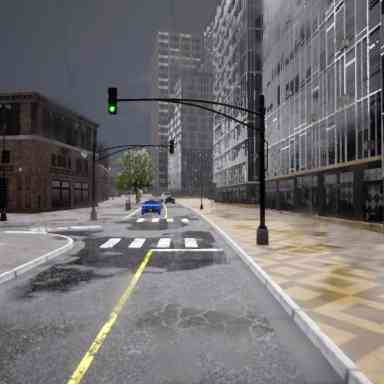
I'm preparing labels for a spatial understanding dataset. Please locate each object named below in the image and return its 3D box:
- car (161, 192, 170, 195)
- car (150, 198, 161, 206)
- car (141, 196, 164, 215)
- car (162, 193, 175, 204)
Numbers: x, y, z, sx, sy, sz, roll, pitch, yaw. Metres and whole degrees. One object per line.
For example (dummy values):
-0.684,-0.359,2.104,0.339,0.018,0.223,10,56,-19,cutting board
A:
-5.762,1.081,74.626,2.150,2.045,5.566,0,0,-9,car
-6.085,1.619,55.396,1.895,1.301,4.718,0,0,-6,car
-4.176,1.492,34.646,1.882,1.535,5.008,0,0,-4,car
-4.292,1.530,64.287,1.837,1.490,4.892,0,0,-8,car
